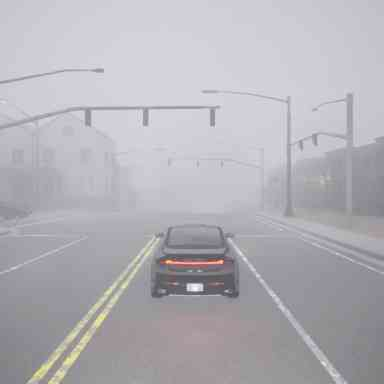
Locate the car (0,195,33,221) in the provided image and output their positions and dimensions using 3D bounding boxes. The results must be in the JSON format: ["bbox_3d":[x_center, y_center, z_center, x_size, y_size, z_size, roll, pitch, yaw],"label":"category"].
[{"bbox_3d":[-16.013,1.221,27.098,5.566,2.045,2.150,0,0,3],"label":"car"}]

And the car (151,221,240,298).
[{"bbox_3d":[0.077,1.505,8.528,1.837,1.490,4.892,0,0,1],"label":"car"}]
